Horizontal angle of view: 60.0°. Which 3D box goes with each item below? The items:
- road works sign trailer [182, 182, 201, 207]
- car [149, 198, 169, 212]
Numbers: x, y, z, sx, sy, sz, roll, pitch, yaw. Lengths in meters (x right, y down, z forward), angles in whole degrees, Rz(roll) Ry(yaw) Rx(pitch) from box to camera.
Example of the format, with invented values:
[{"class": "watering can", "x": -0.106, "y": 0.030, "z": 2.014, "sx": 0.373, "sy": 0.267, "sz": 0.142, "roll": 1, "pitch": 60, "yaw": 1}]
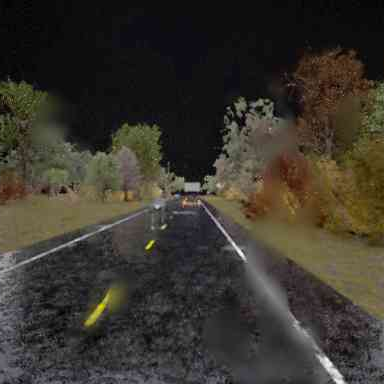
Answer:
[{"class": "road works sign trailer", "x": 0.022, "y": 0.323, "z": 47.869, "sx": 2.380, "sy": 3.560, "sz": 2.880, "roll": 0, "pitch": 0, "yaw": 0}, {"class": "car", "x": -3.579, "y": 1.376, "z": 36.912, "sx": 2.128, "sy": 1.511, "sz": 4.902, "roll": 0, "pitch": 0, "yaw": 0}]
